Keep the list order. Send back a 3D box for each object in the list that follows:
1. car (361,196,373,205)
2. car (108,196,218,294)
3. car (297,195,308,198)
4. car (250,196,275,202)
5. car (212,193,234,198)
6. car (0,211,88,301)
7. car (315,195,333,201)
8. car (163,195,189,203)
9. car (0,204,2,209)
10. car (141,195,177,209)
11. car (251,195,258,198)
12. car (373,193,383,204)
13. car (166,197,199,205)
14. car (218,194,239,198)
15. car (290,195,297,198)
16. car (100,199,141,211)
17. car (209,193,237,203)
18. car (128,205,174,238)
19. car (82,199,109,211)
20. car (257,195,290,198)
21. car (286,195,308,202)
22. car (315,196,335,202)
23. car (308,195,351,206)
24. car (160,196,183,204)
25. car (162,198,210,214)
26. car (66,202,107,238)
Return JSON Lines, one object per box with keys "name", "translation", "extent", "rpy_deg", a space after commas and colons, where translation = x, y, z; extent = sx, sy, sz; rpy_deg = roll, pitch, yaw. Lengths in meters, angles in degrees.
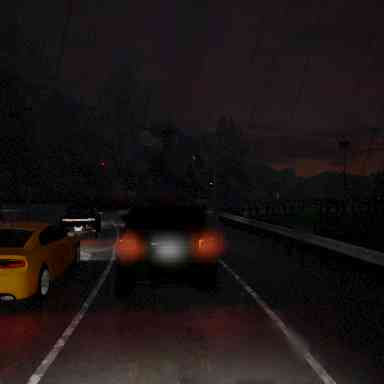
{"name": "car", "translation": [32.972, 1.490, 60.388], "extent": [4.902, 1.511, 2.128], "rpy_deg": [0, 0, -26]}
{"name": "car", "translation": [-0.759, 1.221, 9.034], "extent": [2.150, 2.045, 5.566], "rpy_deg": [0, 0, -7]}
{"name": "car", "translation": [24.270, 1.553, 68.017], "extent": [4.181, 1.385, 1.994], "rpy_deg": [0, 0, -20]}
{"name": "car", "translation": [16.158, 1.540, 76.175], "extent": [5.357, 1.411, 2.033], "rpy_deg": [0, 0, -20]}
{"name": "car", "translation": [5.873, 1.547, 68.687], "extent": [5.357, 1.411, 2.033], "rpy_deg": [0, 0, -20]}
{"name": "car", "translation": [-4.166, 1.478, 8.305], "extent": [1.882, 1.535, 5.008], "rpy_deg": [0, 0, -6]}
{"name": "car", "translation": [33.863, 1.452, 85.344], "extent": [5.008, 1.535, 1.882], "rpy_deg": [0, 0, -34]}
{"name": "car", "translation": [-3.306, 1.478, 69.043], "extent": [5.008, 1.535, 1.882], "rpy_deg": [0, 0, -20]}
{"name": "car", "translation": [-24.501, 1.567, 38.801], "extent": [4.181, 1.385, 1.994], "rpy_deg": [0, 0, -20]}
{"name": "car", "translation": [-4.583, 1.352, 46.100], "extent": [4.553, 1.767, 2.097], "rpy_deg": [0, 0, -20]}
{"name": "car", "translation": [14.634, 1.355, 71.886], "extent": [4.553, 1.767, 2.097], "rpy_deg": [0, 0, -20]}
{"name": "car", "translation": [34.287, 1.218, 57.031], "extent": [5.566, 2.045, 2.150], "rpy_deg": [0, 0, -26]}
{"name": "car", "translation": [-1.685, 1.547, 58.556], "extent": [5.357, 1.411, 2.033], "rpy_deg": [0, 0, -20]}
{"name": "car", "translation": [7.628, 1.564, 61.958], "extent": [4.181, 1.385, 1.994], "rpy_deg": [0, 0, -20]}
{"name": "car", "translation": [22.896, 1.595, 74.997], "extent": [4.718, 1.301, 1.895], "rpy_deg": [0, 0, -23]}
{"name": "car", "translation": [-8.824, 1.604, 40.817], "extent": [4.718, 1.301, 1.895], "rpy_deg": [0, 0, -20]}
{"name": "car", "translation": [6.749, 1.225, 72.723], "extent": [5.566, 2.045, 2.150], "rpy_deg": [0, 0, -20]}
{"name": "car", "translation": [-2.512, 1.547, 19.073], "extent": [2.033, 1.411, 5.357], "rpy_deg": [0, 0, -13]}
{"name": "car", "translation": [-10.433, 1.530, 36.501], "extent": [4.674, 1.442, 1.812], "rpy_deg": [0, 0, -20]}
{"name": "car", "translation": [15.877, 1.478, 64.936], "extent": [5.008, 1.535, 1.882], "rpy_deg": [0, 0, -20]}
{"name": "car", "translation": [25.289, 1.478, 79.975], "extent": [5.008, 1.535, 1.882], "rpy_deg": [0, 0, -27]}
{"name": "car", "translation": [31.946, 1.595, 79.762], "extent": [4.718, 1.301, 1.895], "rpy_deg": [0, 0, -30]}
{"name": "car", "translation": [19.778, 1.547, 47.571], "extent": [5.357, 1.411, 2.033], "rpy_deg": [0, 0, -20]}
{"name": "car", "translation": [-4.006, 1.564, 65.143], "extent": [4.181, 1.385, 1.994], "rpy_deg": [0, 0, -20]}
{"name": "car", "translation": [-0.643, 1.507, 36.360], "extent": [4.892, 1.490, 1.837], "rpy_deg": [0, 0, -20]}
{"name": "car", "translation": [-5.773, 1.492, 17.548], "extent": [2.128, 1.511, 4.902], "rpy_deg": [0, 0, -14]}
